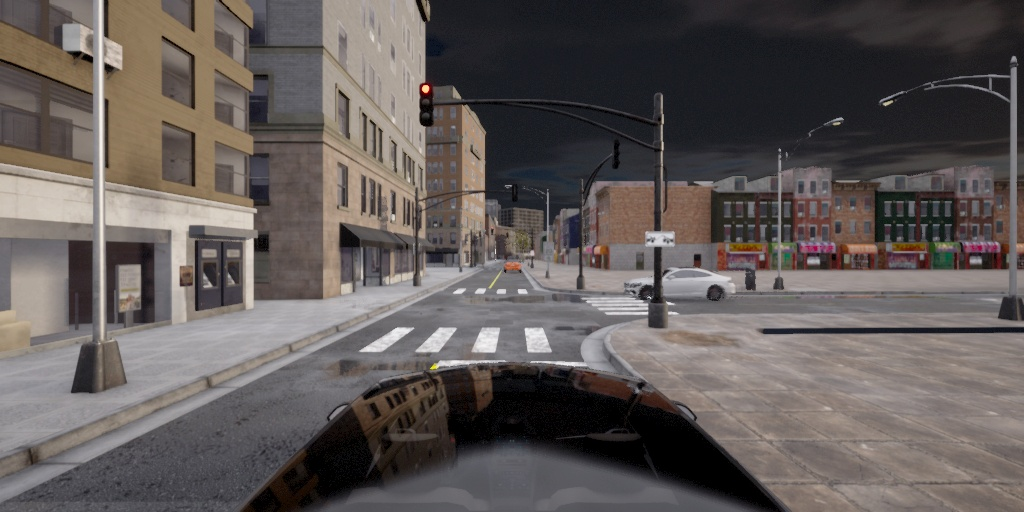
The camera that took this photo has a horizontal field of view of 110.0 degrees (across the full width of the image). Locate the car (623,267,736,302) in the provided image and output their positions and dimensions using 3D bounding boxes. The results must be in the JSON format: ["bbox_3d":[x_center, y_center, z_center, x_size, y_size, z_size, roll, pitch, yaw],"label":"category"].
[{"bbox_3d":[7.471,1.237,16.227,4.674,1.442,1.812,0,0,4],"label":"car"}]

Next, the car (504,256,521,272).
[{"bbox_3d":[0.085,1.107,46.261,2.097,1.767,4.553,0,0,0],"label":"car"}]
